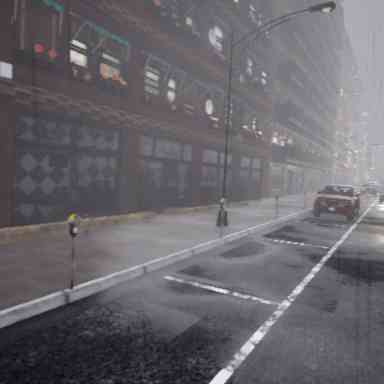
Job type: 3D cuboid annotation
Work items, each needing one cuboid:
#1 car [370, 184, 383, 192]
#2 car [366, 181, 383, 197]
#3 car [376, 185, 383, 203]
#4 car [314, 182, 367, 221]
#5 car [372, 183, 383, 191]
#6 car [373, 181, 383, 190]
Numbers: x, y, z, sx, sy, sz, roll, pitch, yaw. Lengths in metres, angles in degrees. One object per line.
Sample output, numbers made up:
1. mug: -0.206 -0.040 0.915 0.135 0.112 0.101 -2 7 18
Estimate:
1. car: 34.913 -0.802 62.771 1.947 1.339 4.313 5 4 31
2. car: 23.161 -0.371 43.372 2.192 1.841 5.009 5 4 31
3. car: 19.078 0.410 31.767 1.994 1.385 4.181 4 4 31
4. car: 8.454 0.481 19.145 2.192 1.841 5.009 5 4 31
5. car: 37.855 -0.987 67.615 2.008 1.369 4.403 5 4 31
6. car: 40.809 -1.391 72.445 2.192 1.841 5.009 5 4 31
